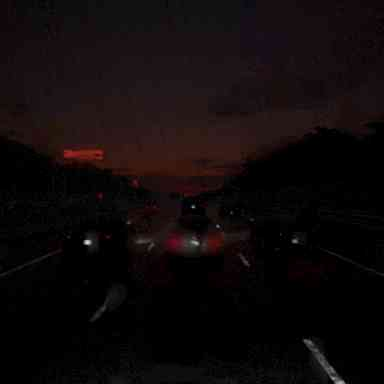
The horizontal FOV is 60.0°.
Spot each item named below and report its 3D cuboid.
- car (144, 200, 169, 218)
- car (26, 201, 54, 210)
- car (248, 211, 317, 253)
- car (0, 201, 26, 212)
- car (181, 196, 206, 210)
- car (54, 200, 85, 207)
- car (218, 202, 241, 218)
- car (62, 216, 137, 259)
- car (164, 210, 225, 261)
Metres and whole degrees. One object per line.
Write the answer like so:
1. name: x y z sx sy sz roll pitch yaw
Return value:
1. car: -3.385 1.558 32.592 2.097 1.767 4.553 0 0 0
2. car: -17.565 1.830 39.892 1.994 1.385 4.181 0 0 0
3. car: 3.596 1.550 14.022 1.882 1.535 5.008 0 0 0
4. car: -21.066 1.788 39.436 1.812 1.442 4.674 0 -1 0
5. car: 0.117 1.422 31.879 2.150 2.045 5.566 0 0 0
6. car: -14.067 1.739 39.328 1.882 1.535 5.008 0 -1 0
7. car: 3.617 1.699 32.838 2.128 1.511 4.902 0 0 0
8. car: -3.408 1.631 12.912 1.994 1.385 4.181 0 0 0
9. car: 0.092 1.611 12.513 2.033 1.411 5.357 0 0 0
